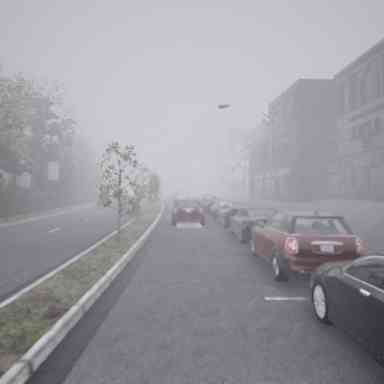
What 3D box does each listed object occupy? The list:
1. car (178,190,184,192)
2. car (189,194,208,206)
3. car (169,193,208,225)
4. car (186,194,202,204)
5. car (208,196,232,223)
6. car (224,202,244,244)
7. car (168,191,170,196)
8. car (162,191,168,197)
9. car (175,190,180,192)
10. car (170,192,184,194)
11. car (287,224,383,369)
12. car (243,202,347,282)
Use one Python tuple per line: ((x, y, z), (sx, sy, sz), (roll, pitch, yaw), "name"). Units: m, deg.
((-1.159, 0.943, 65.446), (1.946, 1.575, 5.366), (0, 1, -8), "car")
((0.865, 1.107, 48.685), (2.231, 1.521, 4.892), (0, 0, -5), "car")
((-0.298, 1.187, 22.635), (2.097, 1.767, 4.553), (0, 0, -2), "car")
((0.266, 1.055, 54.215), (2.097, 1.535, 5.008), (0, 1, -6), "car")
((2.529, 1.332, 26.502), (2.002, 1.452, 4.674), (0, 0, -3), "car")
((2.941, 1.406, 15.296), (2.163, 1.488, 4.792), (0, 0, -1), "car")
((-3.951, 0.749, 81.729), (2.231, 1.521, 4.892), (0, 1, -11), "car")
((-6.410, 0.583, 92.783), (1.946, 1.575, 5.366), (0, 1, -13), "car")
((-2.004, 0.881, 70.946), (1.946, 1.575, 5.366), (0, 1, -9), "car")
((-1.420, 1.165, 40.779), (1.882, 1.535, 5.008), (0, 0, -5), "car")
((3.052, 1.455, 4.147), (2.231, 1.521, 4.892), (0, 0, 0), "car")
((3.056, 1.291, 9.673), (2.185, 1.767, 4.553), (1, 0, 0), "car")
